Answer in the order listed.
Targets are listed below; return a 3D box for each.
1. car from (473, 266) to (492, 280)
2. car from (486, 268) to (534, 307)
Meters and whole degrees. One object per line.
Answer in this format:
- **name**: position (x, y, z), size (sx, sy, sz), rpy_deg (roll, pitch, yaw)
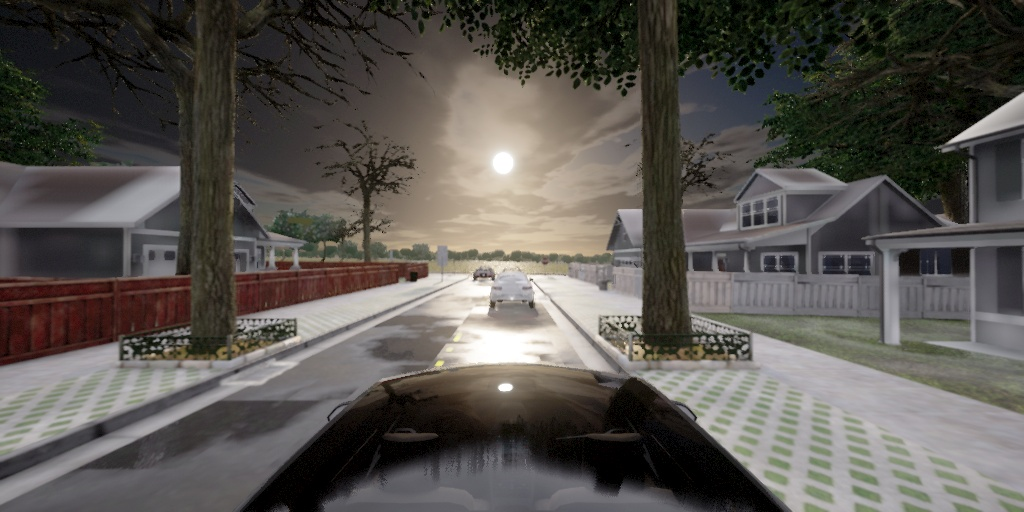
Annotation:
- **car**: position (-2.743, 1.706, 36.260), size (1.994, 1.385, 4.181), rpy_deg (0, -1, 0)
- **car**: position (0.010, 1.427, 16.228), size (1.812, 1.442, 4.674), rpy_deg (0, 0, 0)
